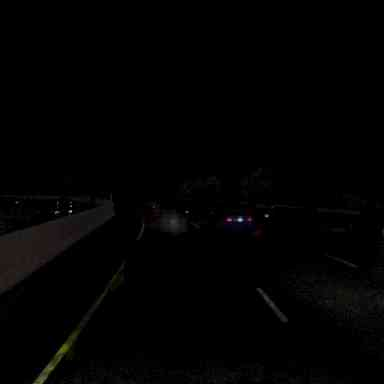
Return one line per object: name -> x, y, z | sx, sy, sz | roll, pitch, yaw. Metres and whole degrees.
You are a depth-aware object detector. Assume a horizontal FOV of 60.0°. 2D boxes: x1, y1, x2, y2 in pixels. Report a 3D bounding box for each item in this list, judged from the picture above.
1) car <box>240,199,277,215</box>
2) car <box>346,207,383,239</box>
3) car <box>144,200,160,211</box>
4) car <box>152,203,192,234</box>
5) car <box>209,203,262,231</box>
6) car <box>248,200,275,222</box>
car -> 7.024, 1.556, 35.692 | 2.033, 1.411, 5.357 | 0, 0, -11
car -> 9.681, 1.500, 16.743 | 1.837, 1.490, 4.892 | 0, 0, -5
car -> -4.843, 1.629, 40.934 | 1.895, 1.301, 4.718 | 0, 0, -13
car -> -1.140, 1.576, 19.325 | 1.994, 1.385, 4.181 | 0, 0, -6
car -> 2.299, 1.555, 20.455 | 2.033, 1.411, 5.357 | 0, 0, -7
car -> 5.044, 1.532, 26.206 | 1.812, 1.442, 4.674 | 0, 0, -8
